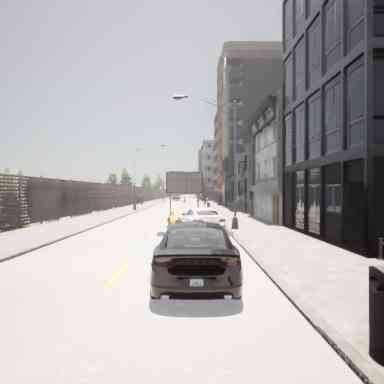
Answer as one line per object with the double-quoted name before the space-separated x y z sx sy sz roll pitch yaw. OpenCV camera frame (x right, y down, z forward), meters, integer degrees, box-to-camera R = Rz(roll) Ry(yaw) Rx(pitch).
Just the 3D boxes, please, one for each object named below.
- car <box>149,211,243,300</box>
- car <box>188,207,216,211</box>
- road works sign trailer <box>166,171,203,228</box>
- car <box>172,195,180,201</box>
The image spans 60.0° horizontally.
"car" 0.086 1.476 8.448 1.882 1.535 5.008 0 0 0
"car" 0.508 1.536 17.795 1.812 1.442 4.674 0 -1 -10
"road works sign trailer" -0.518 0.461 21.273 2.380 3.560 2.880 0 0 -16
"car" -4.138 1.493 86.585 1.837 1.490 4.892 0 0 0
